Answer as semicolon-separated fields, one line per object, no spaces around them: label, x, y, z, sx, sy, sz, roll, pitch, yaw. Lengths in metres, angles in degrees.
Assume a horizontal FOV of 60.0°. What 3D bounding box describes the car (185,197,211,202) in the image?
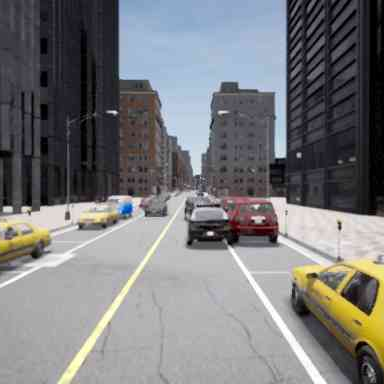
car;0.529;1.375;25.084;1.882;1.535;5.008;0;0;-8

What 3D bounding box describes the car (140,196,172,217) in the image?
car;-3.111;1.381;29.622;1.837;1.490;4.892;0;0;0

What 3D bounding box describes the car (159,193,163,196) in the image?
car;-5.881;1.205;49.572;1.967;1.590;4.097;0;0;0

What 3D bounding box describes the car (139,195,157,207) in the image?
car;-5.878;1.380;43.931;1.802;1.307;4.206;0;0;0

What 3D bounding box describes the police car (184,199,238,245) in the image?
police car;0.750;1.362;15.303;1.930;1.638;5.238;-1;0;1

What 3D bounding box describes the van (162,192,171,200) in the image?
van;-5.893;0.933;77.771;1.690;1.788;3.998;0;0;0

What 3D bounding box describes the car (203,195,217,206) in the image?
car;2.645;1.205;49.550;1.967;1.590;4.097;0;0;0

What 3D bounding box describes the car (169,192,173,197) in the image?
car;-5.890;0.943;72.130;2.192;1.841;5.009;0;0;0

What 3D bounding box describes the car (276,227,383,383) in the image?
car;2.665;1.507;4.646;1.752;1.417;4.829;0;0;1

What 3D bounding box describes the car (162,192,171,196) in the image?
car;-5.888;1.228;66.491;1.947;1.339;4.313;0;0;0

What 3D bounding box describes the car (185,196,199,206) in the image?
car;-0.020;1.328;49.633;1.994;1.385;4.181;0;0;0

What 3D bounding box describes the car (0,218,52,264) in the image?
car;-5.871;1.486;9.887;1.752;1.417;4.829;0;0;1

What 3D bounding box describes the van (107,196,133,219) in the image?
van;-5.872;1.230;27.011;1.690;1.788;3.998;0;0;0

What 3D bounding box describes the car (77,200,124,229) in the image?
car;-5.870;1.440;21.200;1.752;1.417;4.829;0;0;0

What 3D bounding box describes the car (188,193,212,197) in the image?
car;0.886;1.220;31.147;2.097;1.767;4.553;0;0;0

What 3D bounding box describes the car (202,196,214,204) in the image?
car;2.643;1.312;55.191;1.802;1.307;4.206;0;0;0

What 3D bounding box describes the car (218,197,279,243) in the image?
car;2.659;1.254;15.713;2.192;1.841;5.009;0;0;0

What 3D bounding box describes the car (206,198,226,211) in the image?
car;2.650;1.381;38.273;2.008;1.369;4.403;0;0;0

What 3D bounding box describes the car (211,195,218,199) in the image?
car;2.657;1.229;21.353;2.192;1.841;5.009;0;0;0
